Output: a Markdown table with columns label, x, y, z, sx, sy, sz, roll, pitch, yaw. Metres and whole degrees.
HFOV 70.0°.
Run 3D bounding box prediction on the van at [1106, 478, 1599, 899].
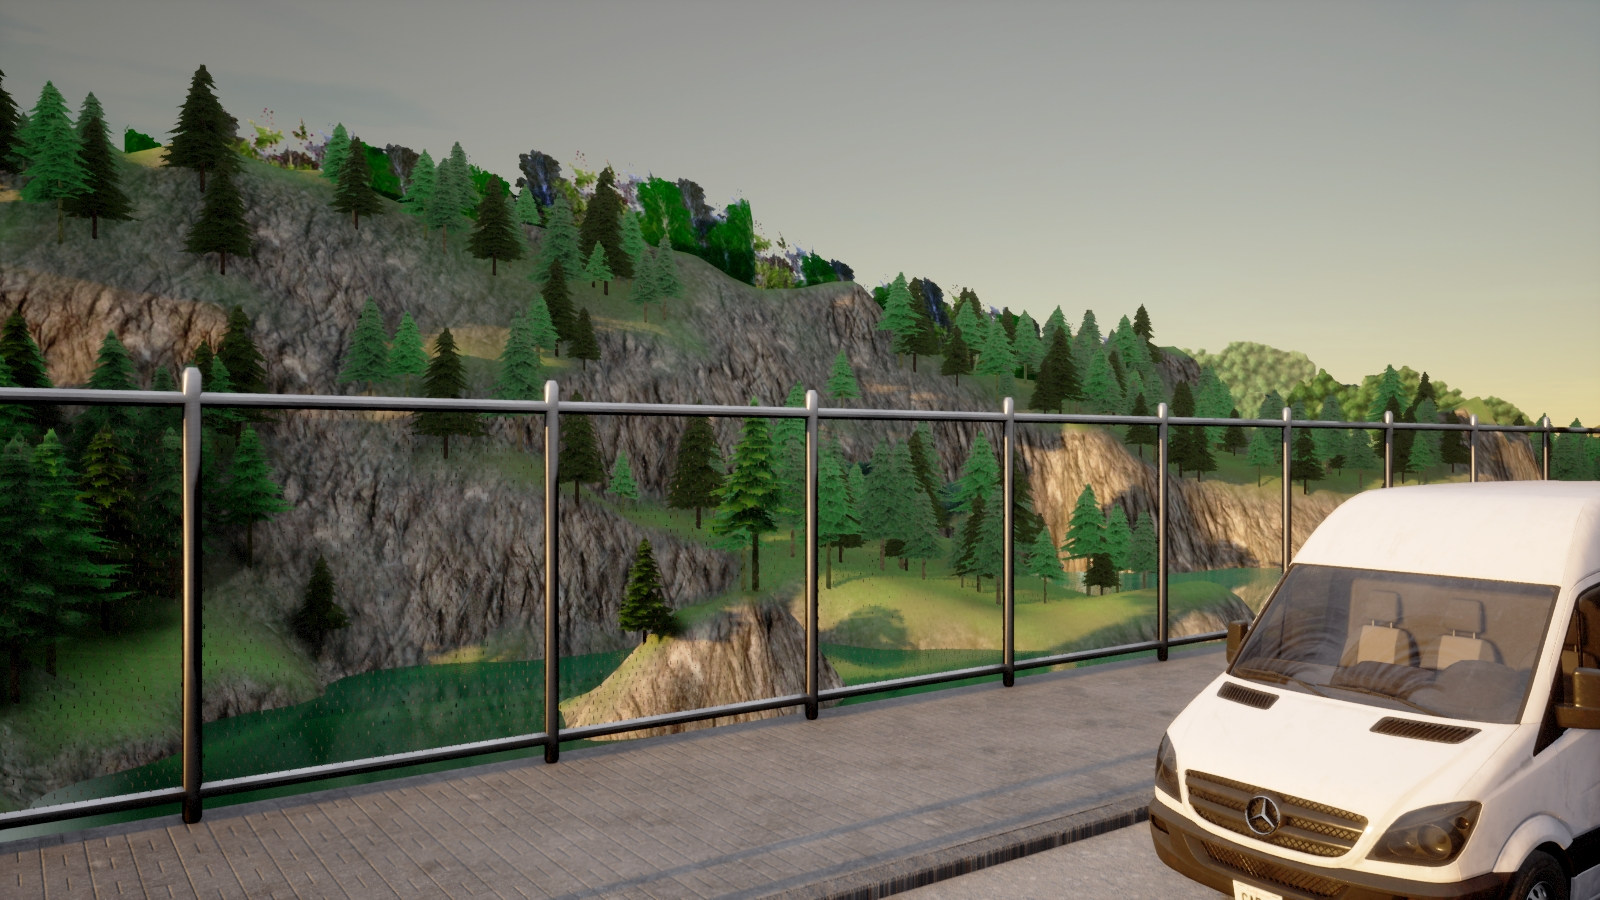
| label | x | y | z | sx | sy | sz | roll | pitch | yaw |
| --- | --- | --- | --- | --- | --- | --- | --- | --- | --- |
| van | 4.843 | 1.531 | 7.777 | 5.915 | 2.561 | 1.988 | 0 | 0 | -35 |
